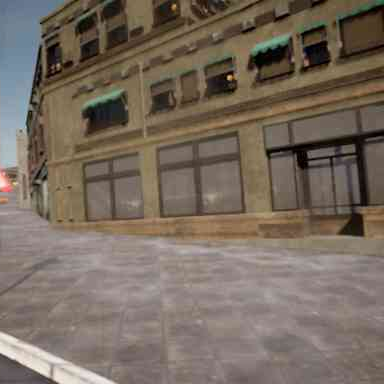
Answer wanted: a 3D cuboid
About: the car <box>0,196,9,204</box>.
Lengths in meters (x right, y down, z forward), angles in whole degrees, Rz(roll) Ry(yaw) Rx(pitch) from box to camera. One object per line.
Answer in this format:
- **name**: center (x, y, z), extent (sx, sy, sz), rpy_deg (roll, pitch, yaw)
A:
- **car**: center (-35.592, 1.557, 60.528), extent (2.097, 1.767, 4.553), rpy_deg (-4, 0, 4)
